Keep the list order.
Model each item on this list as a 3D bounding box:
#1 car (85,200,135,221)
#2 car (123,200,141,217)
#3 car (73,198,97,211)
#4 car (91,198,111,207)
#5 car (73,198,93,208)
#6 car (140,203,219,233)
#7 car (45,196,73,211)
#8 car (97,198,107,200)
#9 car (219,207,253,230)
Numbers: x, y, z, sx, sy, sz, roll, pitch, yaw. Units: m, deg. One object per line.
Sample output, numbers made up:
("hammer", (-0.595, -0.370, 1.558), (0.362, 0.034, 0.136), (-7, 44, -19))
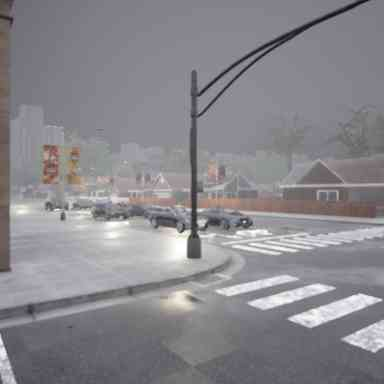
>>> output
("car", (-7.345, 1.720, 29.513), (2.033, 1.411, 5.357), (0, 0, -36))
("car", (-4.316, 1.716, 30.852), (2.033, 1.411, 5.357), (0, 0, -36))
("car", (-15.235, 1.788, 46.317), (1.837, 1.490, 4.892), (0, -1, -35))
("car", (-16.120, 1.820, 58.861), (1.882, 1.535, 5.008), (0, 0, -35))
("car", (-18.769, 1.847, 56.978), (1.837, 1.490, 4.892), (0, 0, -35))
("car", (-0.903, 1.595, 20.430), (2.128, 1.511, 4.902), (0, 0, -37))
("car", (-18.387, 1.509, 45.163), (2.150, 2.045, 5.566), (0, -1, -35))
("car", (-13.052, 1.813, 48.989), (1.812, 1.442, 4.674), (0, 0, -35))
("car", (2.032, 1.665, 21.931), (1.994, 1.385, 4.181), (0, 0, -36))
